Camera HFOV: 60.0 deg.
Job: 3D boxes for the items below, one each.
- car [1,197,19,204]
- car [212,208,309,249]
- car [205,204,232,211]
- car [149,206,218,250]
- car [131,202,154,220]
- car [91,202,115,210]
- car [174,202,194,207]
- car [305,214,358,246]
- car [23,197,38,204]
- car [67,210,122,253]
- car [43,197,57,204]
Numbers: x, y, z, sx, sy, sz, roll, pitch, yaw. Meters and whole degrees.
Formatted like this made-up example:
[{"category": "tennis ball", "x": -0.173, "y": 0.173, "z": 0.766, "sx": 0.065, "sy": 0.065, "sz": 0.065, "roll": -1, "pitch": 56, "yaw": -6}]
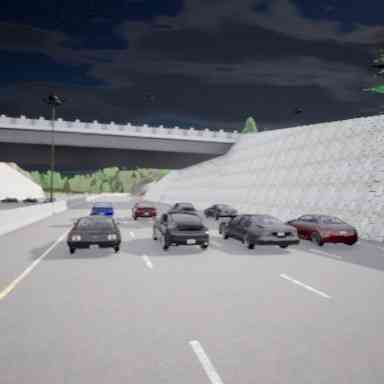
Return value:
[{"category": "car", "x": -34.221, "y": 1.526, "z": 62.579, "sx": 1.895, "sy": 1.301, "sz": 4.718, "roll": 1, "pitch": 0, "yaw": -14}, {"category": "car", "x": 2.860, "y": 1.699, "z": 15.419, "sx": 2.033, "sy": 1.411, "sz": 5.357, "roll": 1, "pitch": 0, "yaw": -14}, {"category": "car", "x": 2.608, "y": 1.804, "z": 30.819, "sx": 2.033, "sy": 1.411, "sz": 5.357, "roll": 1, "pitch": 0, "yaw": -14}, {"category": "car", "x": -0.606, "y": 1.604, "z": 14.868, "sx": 1.837, "sy": 1.490, "sz": 4.892, "roll": 1, "pitch": 0, "yaw": -14}, {"category": "car", "x": -4.296, "y": 1.624, "z": 29.597, "sx": 1.882, "sy": 1.535, "sz": 5.008, "roll": 1, "pitch": 0, "yaw": -14}, {"category": "car", "x": -7.688, "y": 1.568, "z": 28.738, "sx": 1.882, "sy": 1.535, "sz": 5.008, "roll": 1, "pitch": 0, "yaw": -14}, {"category": "car", "x": -0.861, "y": 1.709, "z": 30.277, "sx": 1.837, "sy": 1.490, "sz": 4.892, "roll": 1, "pitch": 0, "yaw": -14}, {"category": "car", "x": 6.176, "y": 1.773, "z": 16.609, "sx": 1.994, "sy": 1.385, "sz": 4.181, "roll": 1, "pitch": 0, "yaw": -14}, {"category": "car", "x": -30.827, "y": 1.582, "z": 63.433, "sx": 1.895, "sy": 1.301, "sz": 4.718, "roll": 1, "pitch": 0, "yaw": -14}, {"category": "car", "x": -3.957, "y": 1.641, "z": 13.831, "sx": 1.895, "sy": 1.301, "sz": 4.718, "roll": 1, "pitch": 0, "yaw": -14}, {"category": "car", "x": -27.434, "y": 1.638, "z": 64.288, "sx": 1.895, "sy": 1.301, "sz": 4.718, "roll": 1, "pitch": 0, "yaw": -14}]
